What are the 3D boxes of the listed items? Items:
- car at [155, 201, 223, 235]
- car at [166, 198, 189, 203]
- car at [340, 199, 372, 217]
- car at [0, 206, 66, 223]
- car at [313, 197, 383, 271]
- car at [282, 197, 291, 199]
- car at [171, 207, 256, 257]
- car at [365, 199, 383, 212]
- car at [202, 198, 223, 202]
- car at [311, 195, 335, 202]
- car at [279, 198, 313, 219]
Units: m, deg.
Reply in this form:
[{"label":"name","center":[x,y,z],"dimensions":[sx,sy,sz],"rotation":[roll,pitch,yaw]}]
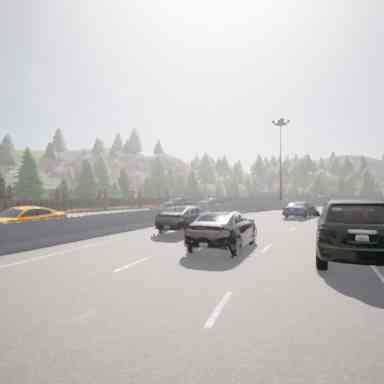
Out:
[{"label":"car","center":[-0.240,1.501,18.480],"dimensions":[2.128,1.511,4.902],"rotation":[0,0,24]},{"label":"car","center":[-1.947,1.581,43.475],"dimensions":[1.837,1.490,4.892],"rotation":[-1,0,37]},{"label":"car","center":[15.942,1.461,32.146],"dimensions":[1.882,1.535,5.008],"rotation":[0,0,37]},{"label":"car","center":[-8.670,1.494,16.986],"dimensions":[1.882,1.535,5.008],"rotation":[0,0,22]},{"label":"car","center":[5.138,1.222,10.669],"dimensions":[2.150,2.045,5.566],"rotation":[0,0,21]},{"label":"car","center":[14.933,1.577,52.147],"dimensions":[4.674,1.442,1.812],"rotation":[0,0,-43]},{"label":"car","center":[1.259,1.493,13.041],"dimensions":[2.128,1.511,4.902],"rotation":[0,0,21]},{"label":"car","center":[22.448,1.534,39.741],"dimensions":[1.994,1.385,4.181],"rotation":[0,0,45]},{"label":"car","center":[2.265,1.555,43.244],"dimensions":[2.128,1.511,4.902],"rotation":[0,0,38]},{"label":"car","center":[28.010,1.380,71.110],"dimensions":[4.902,1.511,2.128],"rotation":[0,0,-32]},{"label":"car","center":[9.601,1.549,29.286],"dimensions":[2.033,1.411,5.357],"rotation":[0,0,34]}]
